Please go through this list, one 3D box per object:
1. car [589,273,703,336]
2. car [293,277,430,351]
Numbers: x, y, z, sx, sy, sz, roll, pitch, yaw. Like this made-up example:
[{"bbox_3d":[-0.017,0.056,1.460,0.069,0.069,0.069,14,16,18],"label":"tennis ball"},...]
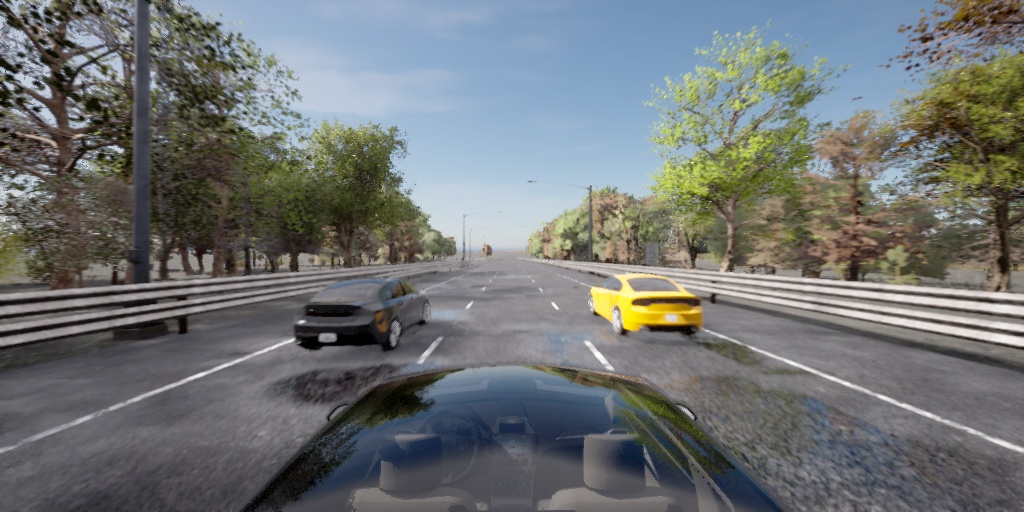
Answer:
[{"bbox_3d":[3.594,1.247,10.542,1.882,1.535,5.008,0,0,0],"label":"car"},{"bbox_3d":[-3.404,1.270,9.047,1.837,1.490,4.892,0,0,0],"label":"car"}]
